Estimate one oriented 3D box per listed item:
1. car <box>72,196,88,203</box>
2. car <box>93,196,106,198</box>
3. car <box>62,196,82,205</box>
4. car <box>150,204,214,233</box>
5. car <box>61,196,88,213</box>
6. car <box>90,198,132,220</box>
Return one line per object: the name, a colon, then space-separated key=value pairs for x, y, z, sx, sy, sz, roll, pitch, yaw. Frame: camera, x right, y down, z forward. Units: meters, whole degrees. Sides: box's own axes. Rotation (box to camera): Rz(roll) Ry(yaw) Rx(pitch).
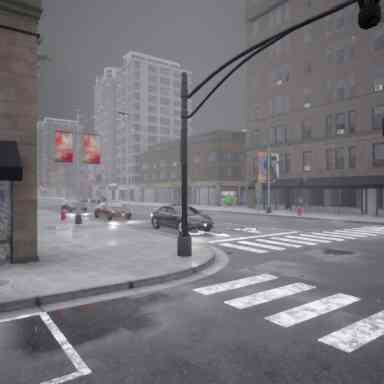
car: x=-22.352 y=1.455 z=66.274 sx=1.994 sy=1.385 sz=4.181 roll=0 pitch=0 yaw=-36
car: x=-16.258 y=1.414 z=57.864 sx=1.837 sy=1.490 sz=4.892 roll=0 pitch=0 yaw=-36
car: x=-21.509 y=1.453 z=59.588 sx=2.033 sy=1.411 sz=5.357 roll=0 pitch=0 yaw=-36
car: x=-0.699 y=1.486 z=19.411 sx=1.837 sy=1.490 sz=4.892 roll=0 pitch=0 yaw=-35
car: x=-12.947 y=1.476 z=36.362 sx=1.812 sy=1.442 sz=4.674 roll=0 pitch=0 yaw=-36
car: x=-6.714 y=1.491 z=27.736 sx=1.812 sy=1.442 sz=4.674 roll=0 pitch=0 yaw=-36
